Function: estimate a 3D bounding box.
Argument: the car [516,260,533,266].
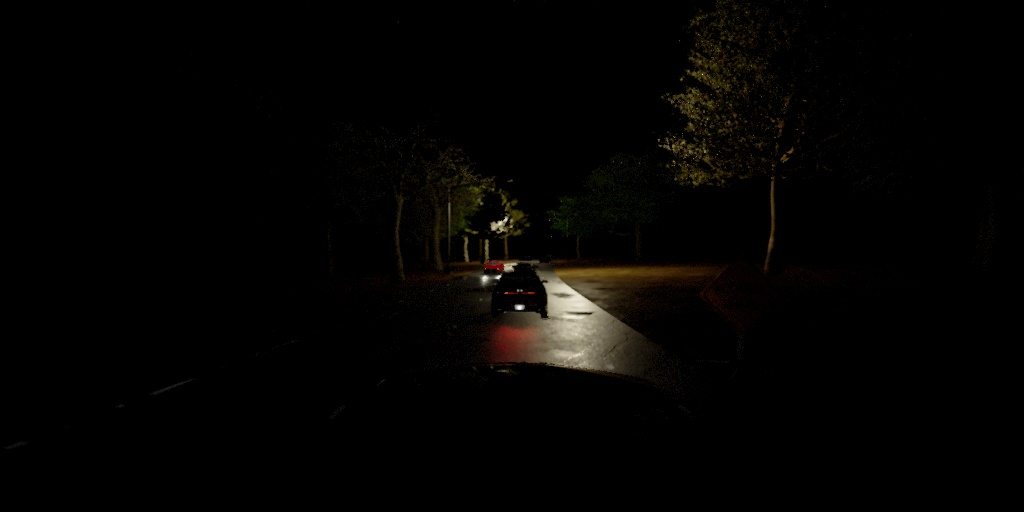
[{"bbox_3d":[1.110,1.348,30.974,1.837,1.490,4.892,0,0,4],"label":"car"}]

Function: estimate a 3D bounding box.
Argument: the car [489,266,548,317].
[{"bbox_3d":[0.305,1.308,13.422,1.837,1.490,4.892,0,0,2],"label":"car"}]

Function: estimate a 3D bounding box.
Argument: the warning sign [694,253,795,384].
[{"bbox_3d":[3.576,0.884,5.625,1.300,1.860,1.060,0,0,1],"label":"warning sign"}]

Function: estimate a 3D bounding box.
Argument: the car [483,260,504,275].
[{"bbox_3d":[-1.948,1.253,39.806,1.882,1.535,5.008,0,1,5],"label":"car"}]
